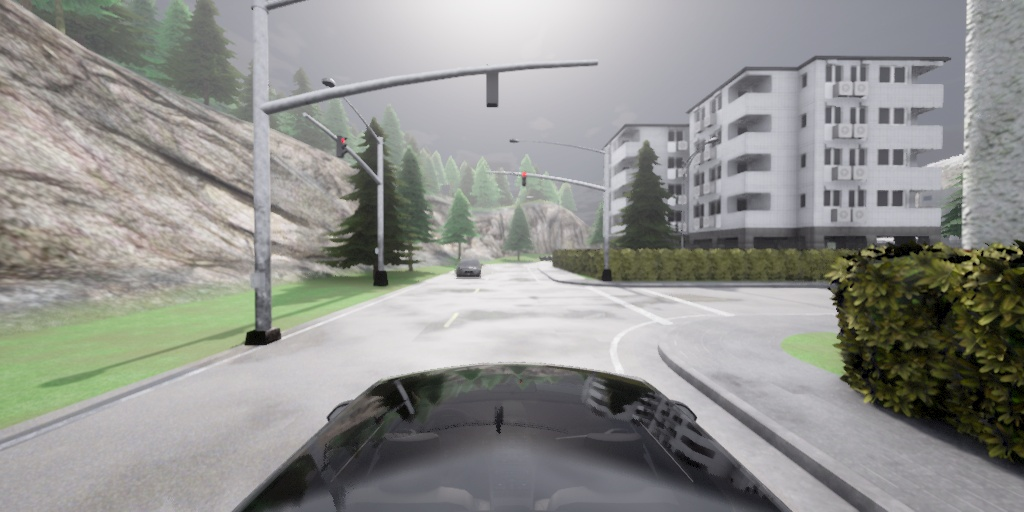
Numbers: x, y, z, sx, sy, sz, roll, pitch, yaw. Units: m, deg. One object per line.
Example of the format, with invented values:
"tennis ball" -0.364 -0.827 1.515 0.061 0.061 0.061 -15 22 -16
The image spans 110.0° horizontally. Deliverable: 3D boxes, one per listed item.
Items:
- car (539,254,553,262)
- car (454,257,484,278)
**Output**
"car" 7.065 0.354 63.115 4.718 1.301 1.895 -1 1 -29
"car" -3.237 0.901 27.464 1.837 1.490 4.892 0 2 -5
